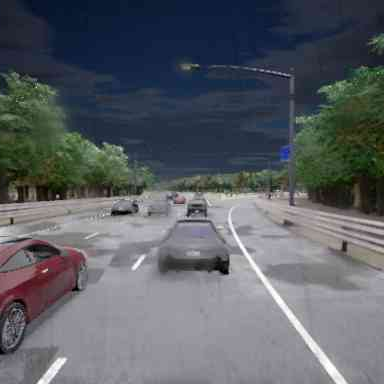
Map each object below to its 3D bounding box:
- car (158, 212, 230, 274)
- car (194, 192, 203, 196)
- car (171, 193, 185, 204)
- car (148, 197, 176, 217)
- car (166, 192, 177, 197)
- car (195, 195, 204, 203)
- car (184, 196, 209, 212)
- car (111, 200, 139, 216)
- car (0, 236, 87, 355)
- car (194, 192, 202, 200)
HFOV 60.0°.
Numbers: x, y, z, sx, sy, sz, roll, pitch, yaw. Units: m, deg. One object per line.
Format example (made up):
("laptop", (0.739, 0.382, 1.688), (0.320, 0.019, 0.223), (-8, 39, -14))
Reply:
("car", (0.065, 1.560, 10.574), (1.994, 1.385, 4.181), (0, 0, 1))
("car", (1.025, 1.238, 49.687), (2.097, 1.767, 4.553), (0, 0, 2))
("car", (-2.108, 1.423, 59.211), (1.994, 1.385, 4.181), (0, 0, 2))
("car", (-2.919, 1.491, 31.013), (2.033, 1.411, 5.357), (0, 0, 2))
("car", (-5.327, 1.343, 80.496), (1.837, 1.490, 4.892), (0, 0, 0))
("car", (1.496, 1.377, 67.504), (1.812, 1.442, 4.674), (0, 0, 1))
("car", (0.513, 1.450, 31.899), (1.837, 1.490, 4.892), (0, 0, 2))
("car", (-6.401, 1.500, 32.198), (1.994, 1.385, 4.181), (0, 0, 2))
("car", (-3.371, 1.520, 5.932), (1.812, 1.442, 4.674), (0, 0, 0))
("car", (1.659, 1.085, 90.505), (2.150, 2.045, 5.566), (0, 0, -1))
